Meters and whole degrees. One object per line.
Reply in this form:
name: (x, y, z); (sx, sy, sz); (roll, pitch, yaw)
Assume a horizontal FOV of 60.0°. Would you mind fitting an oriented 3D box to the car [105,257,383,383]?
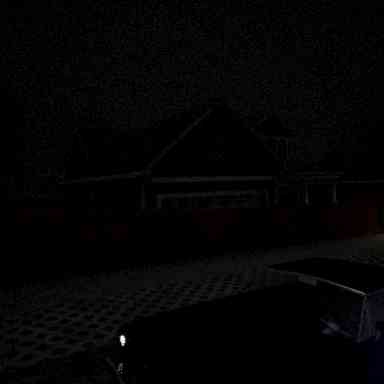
car: (1.471, 1.595, 4.000); (4.718, 1.301, 1.895); (0, 0, -34)
